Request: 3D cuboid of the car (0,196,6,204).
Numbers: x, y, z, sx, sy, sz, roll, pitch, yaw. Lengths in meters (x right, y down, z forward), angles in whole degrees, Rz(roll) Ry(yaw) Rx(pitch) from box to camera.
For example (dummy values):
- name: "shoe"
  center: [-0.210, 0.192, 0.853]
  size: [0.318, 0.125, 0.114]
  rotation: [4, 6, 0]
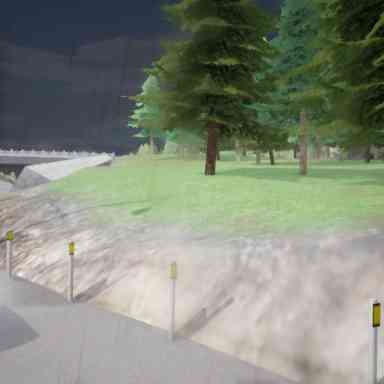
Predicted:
- name: "car"
  center: [-36.977, 1.465, 63.329]
  size: [1.882, 1.535, 5.008]
  rotation: [0, 0, -12]
